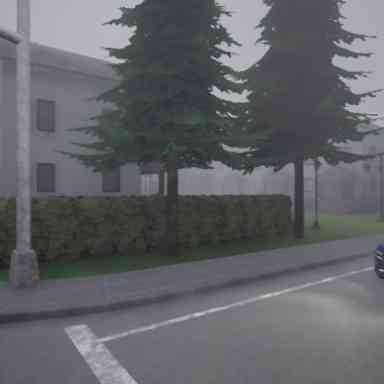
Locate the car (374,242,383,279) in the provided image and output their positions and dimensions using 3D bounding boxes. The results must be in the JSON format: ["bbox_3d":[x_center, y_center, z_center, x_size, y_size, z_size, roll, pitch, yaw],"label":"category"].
[{"bbox_3d":[6.760,1.471,8.801,5.008,1.535,1.882,0,0,-35],"label":"car"}]
